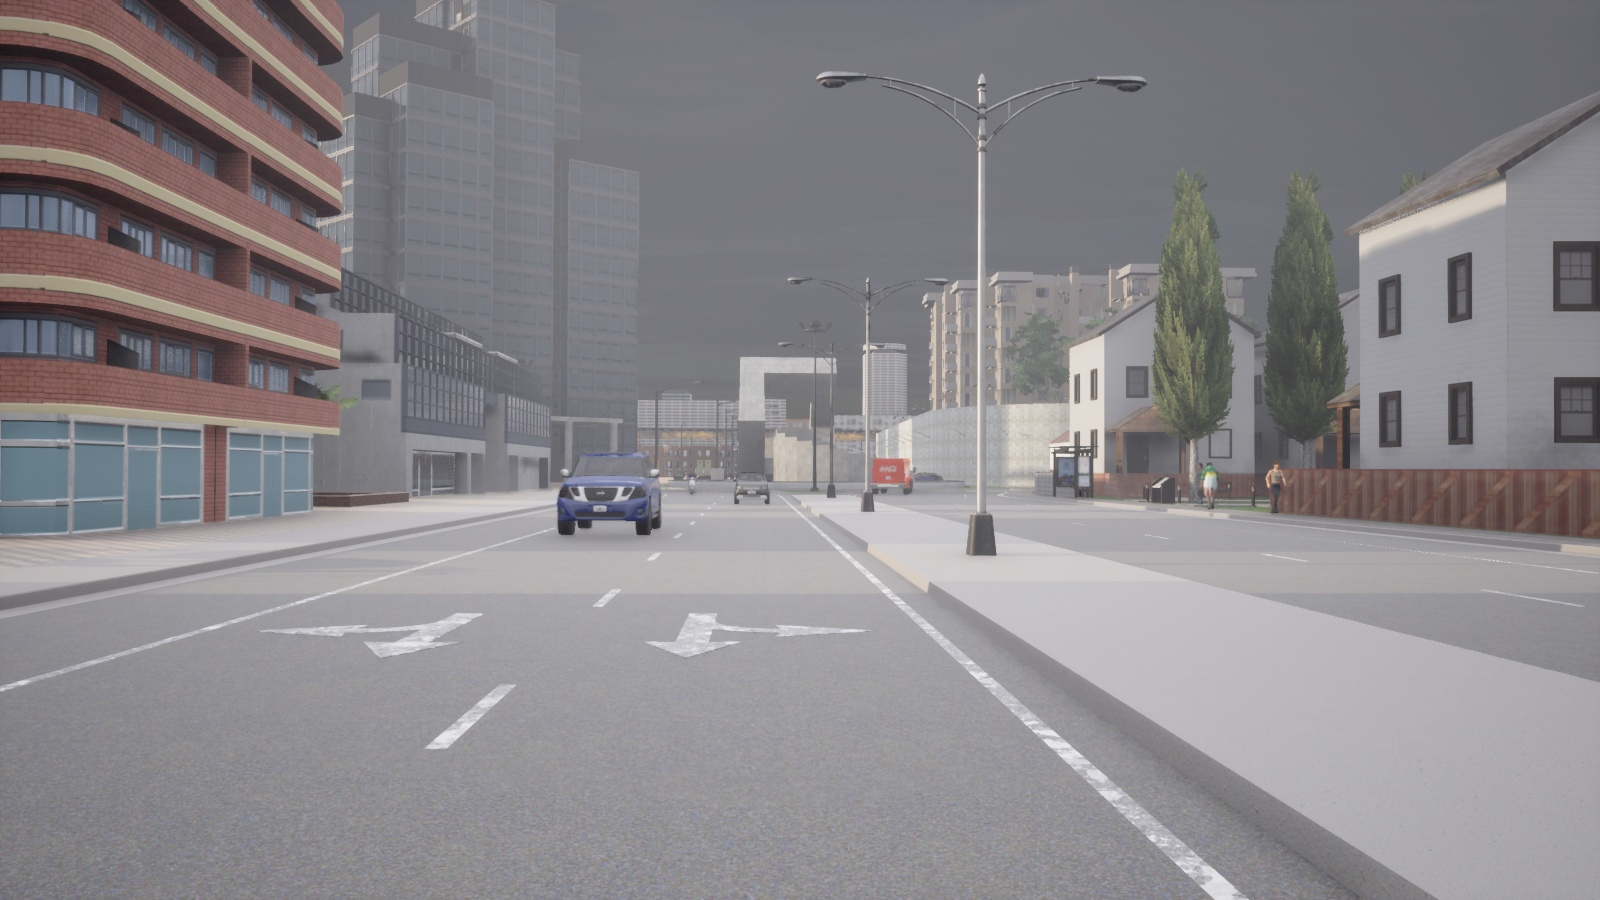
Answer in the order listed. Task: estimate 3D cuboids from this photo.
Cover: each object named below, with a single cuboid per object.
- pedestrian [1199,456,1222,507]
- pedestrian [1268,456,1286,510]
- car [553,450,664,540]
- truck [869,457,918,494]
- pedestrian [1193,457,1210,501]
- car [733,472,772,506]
[{"bbox_3d":[15.756,1.212,48.231,0.659,1.952,0.873,0,-1,7],"label":"pedestrian"},{"bbox_3d":[16.237,1.121,42.774,0.345,1.836,0.594,0,-1,-2],"label":"pedestrian"},{"bbox_3d":[-4.706,1.083,31.659,2.150,2.045,5.566,0,-1,-2],"label":"car"},{"bbox_3d":[6.553,1.761,87.116,2.627,2.467,5.204,-1,-1,13],"label":"truck"},{"bbox_3d":[16.938,1.239,52.984,0.614,1.847,0.353,0,-1,-5],"label":"pedestrian"},{"bbox_3d":[-2.240,1.790,58.960,1.789,1.549,3.705,0,-1,-2],"label":"car"}]
